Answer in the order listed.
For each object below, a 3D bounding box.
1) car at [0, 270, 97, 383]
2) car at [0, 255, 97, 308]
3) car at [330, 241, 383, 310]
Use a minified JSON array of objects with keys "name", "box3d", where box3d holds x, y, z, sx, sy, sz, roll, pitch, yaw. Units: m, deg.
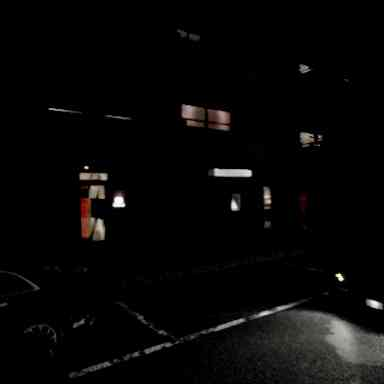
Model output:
[{"name":"car","box3d":[-3.091,1.568,1.150,5.357,1.411,2.033,-1,0,-32]},{"name":"car","box3d":[-3.440,1.556,4.110,4.403,1.369,2.008,-1,0,-35]},{"name":"car","box3d":[5.227,1.465,7.101,5.357,1.411,2.033,-1,0,-35]}]
